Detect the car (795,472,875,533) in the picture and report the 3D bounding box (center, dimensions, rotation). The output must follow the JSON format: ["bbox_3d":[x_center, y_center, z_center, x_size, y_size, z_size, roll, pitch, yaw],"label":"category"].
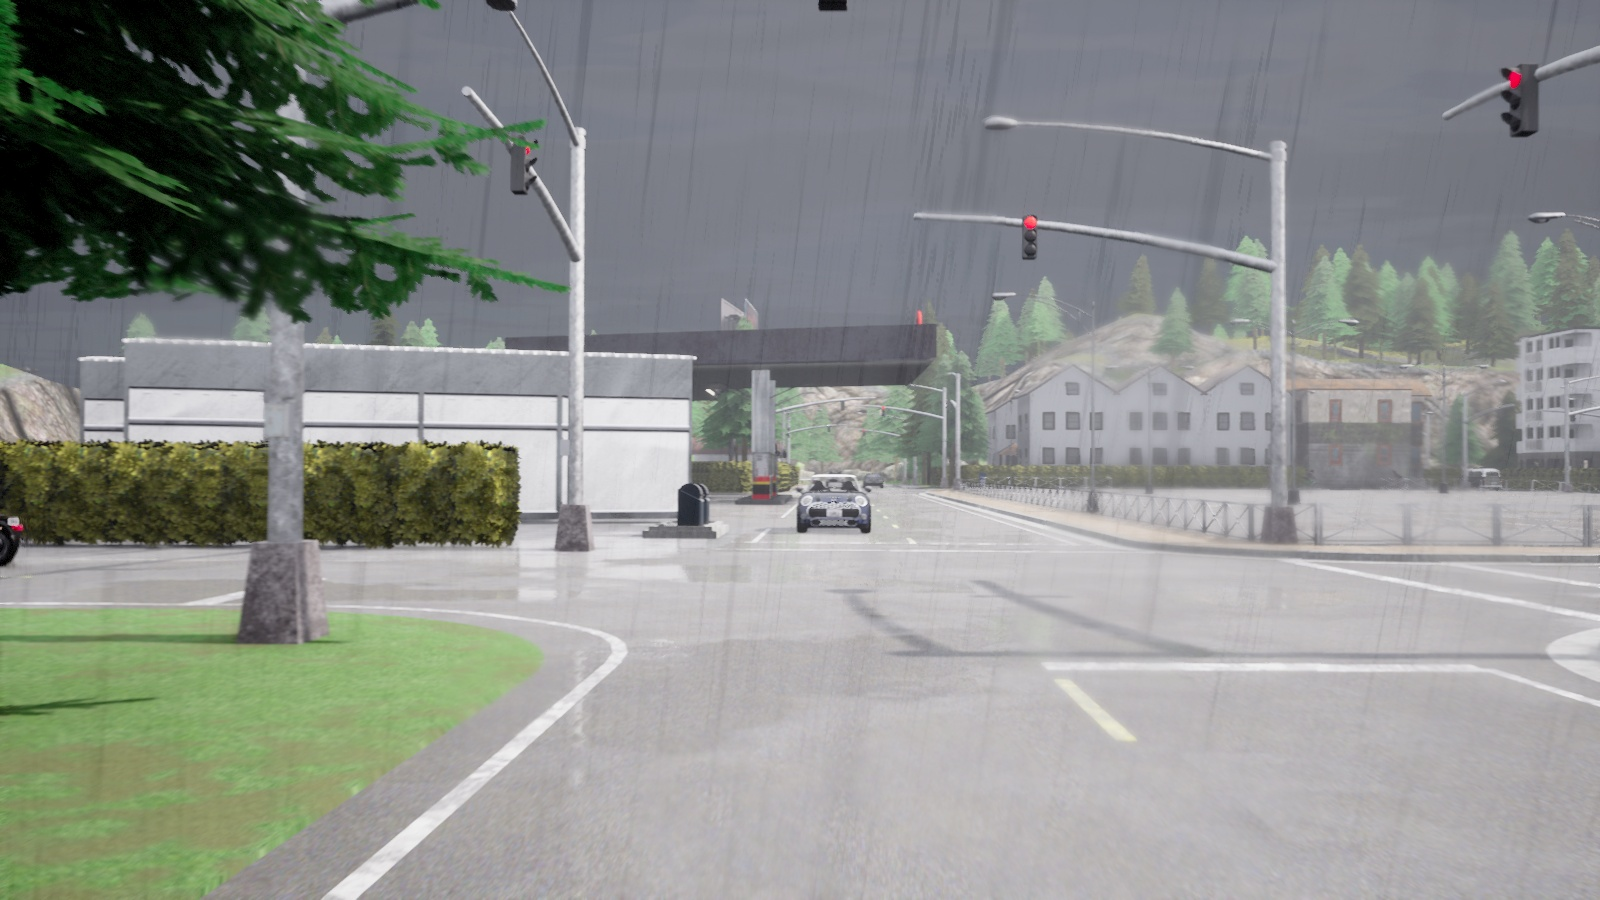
[{"bbox_3d":[0.911,1.329,32.857,1.970,1.475,3.806,0,-1,2],"label":"car"}]

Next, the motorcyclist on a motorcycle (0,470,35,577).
[{"bbox_3d":[-13.480,1.147,19.815,2.350,1.649,0.766,0,-1,1],"label":"motorcyclist on a motorcycle"}]
